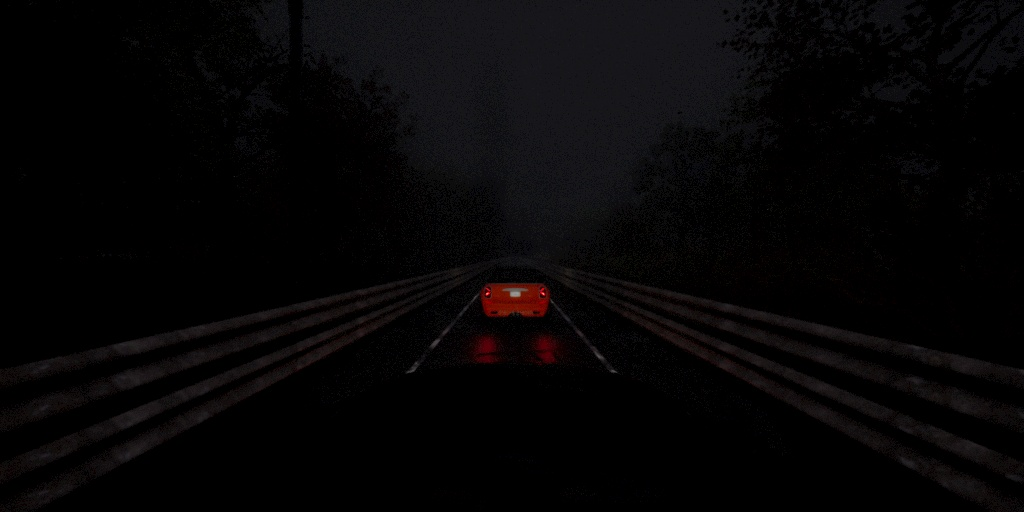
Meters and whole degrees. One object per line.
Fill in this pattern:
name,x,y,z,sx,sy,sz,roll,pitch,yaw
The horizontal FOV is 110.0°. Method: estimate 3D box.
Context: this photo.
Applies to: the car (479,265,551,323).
car,0.095,1.097,12.262,2.097,1.767,4.553,0,0,0
